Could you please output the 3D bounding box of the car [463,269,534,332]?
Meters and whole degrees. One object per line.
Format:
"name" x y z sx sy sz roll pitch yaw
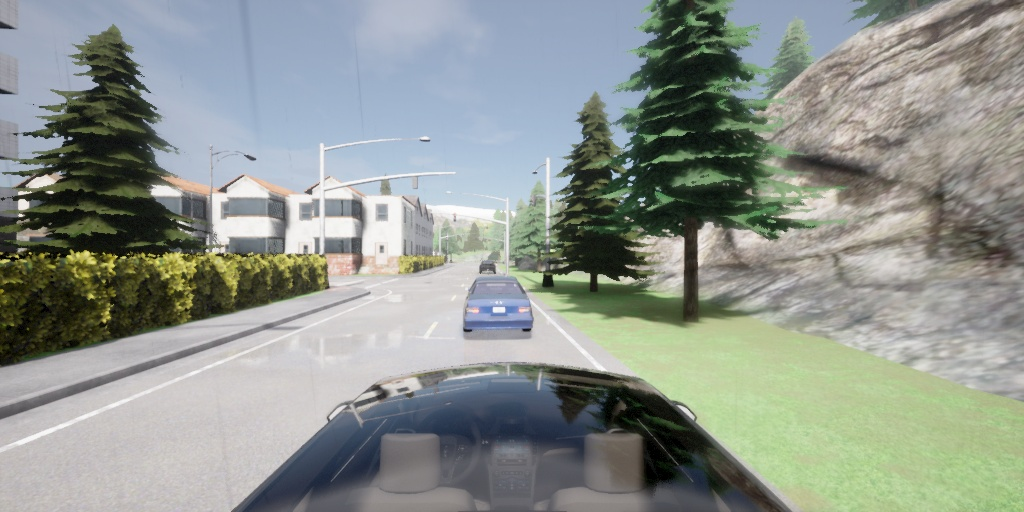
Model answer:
"car" -0.483 1.296 10.840 2.033 1.411 5.357 0 0 -4

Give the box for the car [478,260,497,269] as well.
"car" -2.858 1.250 41.863 1.837 1.490 4.892 0 0 -4
